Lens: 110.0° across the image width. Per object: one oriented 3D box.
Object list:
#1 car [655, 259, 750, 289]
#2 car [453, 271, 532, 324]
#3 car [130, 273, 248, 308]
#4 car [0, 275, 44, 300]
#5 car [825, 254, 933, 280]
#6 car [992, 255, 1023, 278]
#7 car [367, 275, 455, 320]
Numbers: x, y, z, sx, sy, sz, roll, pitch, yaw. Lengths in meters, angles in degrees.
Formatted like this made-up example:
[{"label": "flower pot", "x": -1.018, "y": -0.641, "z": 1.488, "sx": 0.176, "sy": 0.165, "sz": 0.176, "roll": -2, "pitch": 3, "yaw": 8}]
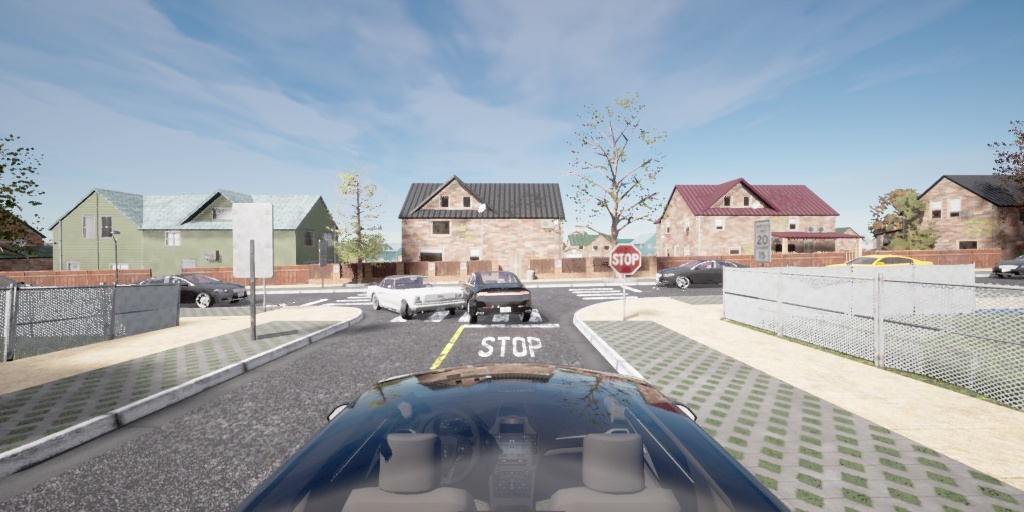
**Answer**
[{"label": "car", "x": 10.339, "y": 0.925, "z": 19.481, "sx": 4.902, "sy": 1.511, "sz": 2.128, "roll": -1, "pitch": 1, "yaw": 0}, {"label": "car", "x": -0.680, "y": 1.242, "z": 12.078, "sx": 2.128, "sy": 1.511, "sz": 4.902, "roll": 0, "pitch": 0, "yaw": -12}, {"label": "car", "x": -14.895, "y": 1.566, "z": 16.439, "sx": 4.902, "sy": 1.511, "sz": 2.128, "roll": -1, "pitch": 1, "yaw": 0}, {"label": "car", "x": -24.233, "y": 1.648, "z": 16.402, "sx": 4.553, "sy": 1.767, "sz": 2.097, "roll": -1, "pitch": 1, "yaw": 0}, {"label": "car", "x": 19.769, "y": 0.690, "z": 19.514, "sx": 5.008, "sy": 1.535, "sz": 1.882, "roll": -1, "pitch": 1, "yaw": -1}, {"label": "car", "x": 29.393, "y": 0.478, "z": 19.546, "sx": 4.902, "sy": 1.511, "sz": 2.128, "roll": -1, "pitch": 1, "yaw": 0}, {"label": "car", "x": -3.597, "y": 1.367, "z": 12.938, "sx": 1.895, "sy": 1.301, "sz": 4.718, "roll": 0, "pitch": 0, "yaw": -38}]
